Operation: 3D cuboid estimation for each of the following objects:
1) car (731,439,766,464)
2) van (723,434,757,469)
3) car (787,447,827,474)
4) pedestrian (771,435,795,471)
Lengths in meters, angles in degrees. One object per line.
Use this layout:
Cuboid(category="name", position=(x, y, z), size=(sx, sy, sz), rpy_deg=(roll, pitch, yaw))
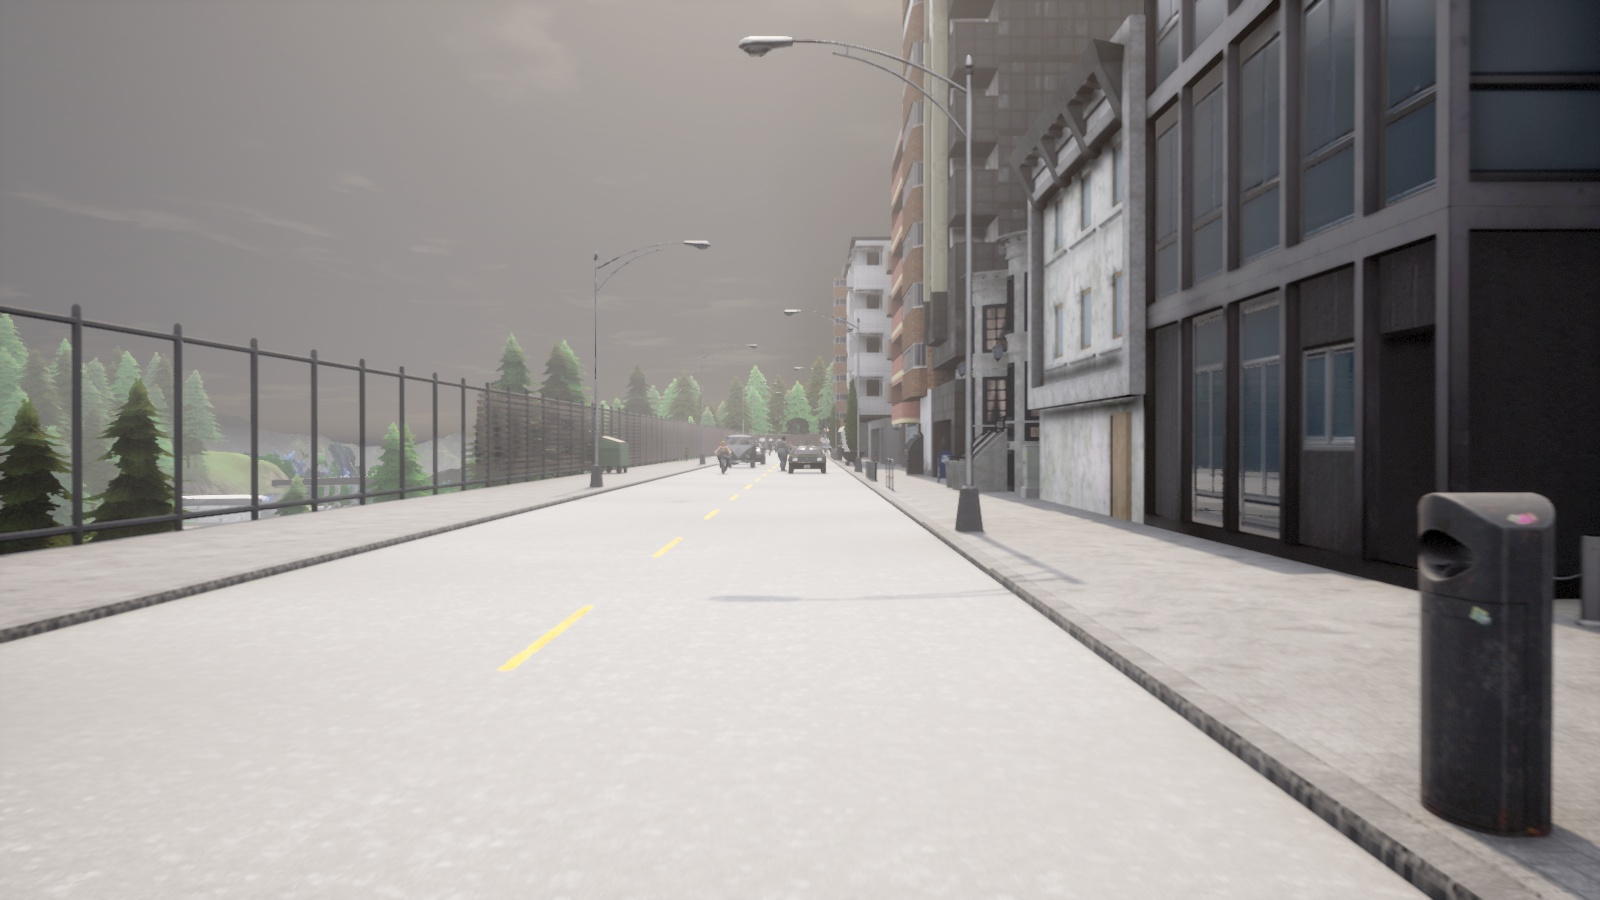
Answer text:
Cuboid(category="car", position=(-3.505, 0.100, 86.440), size=(2.242, 1.667, 4.611), rpy_deg=(0, 0, 0))
Cuboid(category="van", position=(-3.565, 0.073, 75.180), size=(1.775, 1.987, 4.442), rpy_deg=(0, 0, 0))
Cuboid(category="car", position=(0.362, 0.495, 62.465), size=(1.895, 1.301, 4.718), rpy_deg=(0, 0, 0))
Cuboid(category="pedestrian", position=(-0.885, 0.172, 65.572), size=(0.874, 1.855, 0.900), rpy_deg=(0, 0, 45))
